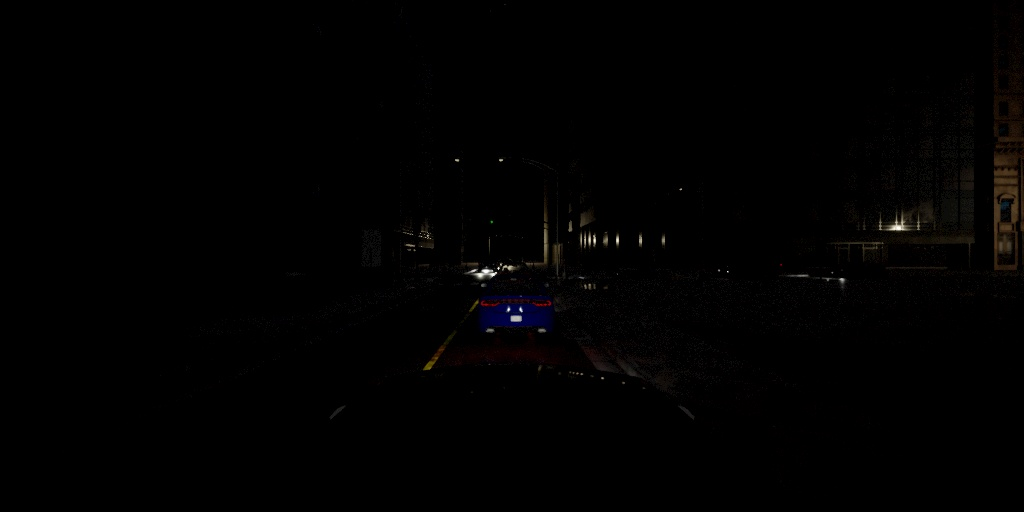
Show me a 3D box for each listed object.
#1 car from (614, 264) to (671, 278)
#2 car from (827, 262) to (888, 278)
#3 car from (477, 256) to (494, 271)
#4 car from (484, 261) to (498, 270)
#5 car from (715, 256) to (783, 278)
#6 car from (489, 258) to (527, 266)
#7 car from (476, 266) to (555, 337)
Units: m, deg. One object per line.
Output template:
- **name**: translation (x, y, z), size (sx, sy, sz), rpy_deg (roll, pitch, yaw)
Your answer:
- **car**: translation (12.016, 1.371, 33.270), size (4.718, 1.301, 1.895), rpy_deg (0, 0, 3)
- **car**: translation (32.064, 1.276, 33.289), size (4.674, 1.442, 1.812), rpy_deg (0, 0, 0)
- **car**: translation (-3.147, 0.999, 45.784), size (2.150, 2.045, 5.566), rpy_deg (0, 0, -2)
- **car**: translation (-3.149, 1.390, 55.674), size (1.895, 1.301, 4.718), rpy_deg (0, 0, 0)
- **car**: translation (21.968, 0.986, 33.291), size (5.566, 2.045, 2.150), rpy_deg (0, 0, -1)
- **car**: translation (0.136, 1.107, 19.242), size (2.097, 1.767, 4.553), rpy_deg (0, 0, 2)
- **car**: translation (0.091, 1.229, 10.374), size (1.882, 1.535, 5.008), rpy_deg (0, 0, 0)
